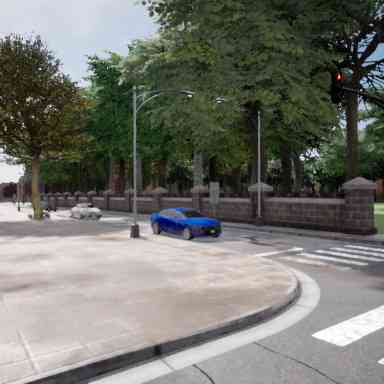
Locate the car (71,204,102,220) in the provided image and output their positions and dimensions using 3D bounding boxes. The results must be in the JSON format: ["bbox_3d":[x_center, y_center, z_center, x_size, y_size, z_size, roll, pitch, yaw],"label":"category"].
[{"bbox_3d":[-10.136,1.832,31.626,1.812,1.442,4.674,0,-1,-35],"label":"car"}]

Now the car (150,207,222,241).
[{"bbox_3d":[-0.446,1.615,18.053,1.882,1.535,5.008,0,0,-36],"label":"car"}]

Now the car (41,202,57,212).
[{"bbox_3d":[-20.003,2.081,45.601,1.994,1.385,4.181,0,-1,-36],"label":"car"}]
